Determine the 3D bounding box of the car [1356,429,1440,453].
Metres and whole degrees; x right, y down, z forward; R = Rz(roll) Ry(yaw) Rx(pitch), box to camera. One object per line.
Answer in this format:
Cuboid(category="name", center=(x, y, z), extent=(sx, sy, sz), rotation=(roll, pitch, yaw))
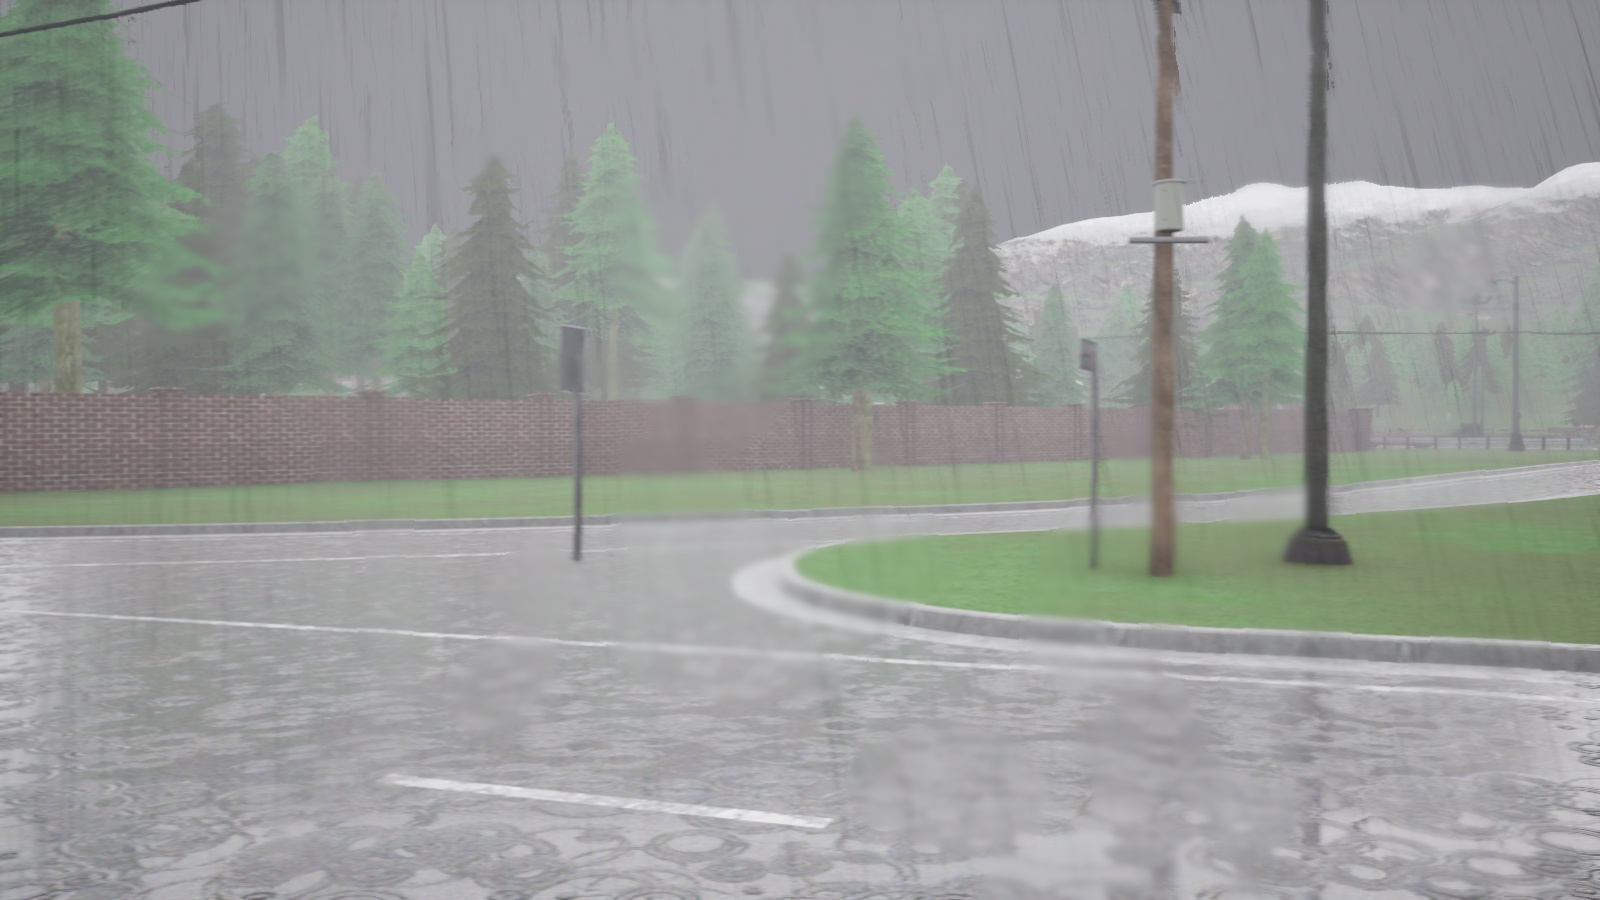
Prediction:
Cuboid(category="car", center=(41.417, -0.635, 87.135), extent=(5.027, 1.651, 2.152), rotation=(0, 1, 18))
